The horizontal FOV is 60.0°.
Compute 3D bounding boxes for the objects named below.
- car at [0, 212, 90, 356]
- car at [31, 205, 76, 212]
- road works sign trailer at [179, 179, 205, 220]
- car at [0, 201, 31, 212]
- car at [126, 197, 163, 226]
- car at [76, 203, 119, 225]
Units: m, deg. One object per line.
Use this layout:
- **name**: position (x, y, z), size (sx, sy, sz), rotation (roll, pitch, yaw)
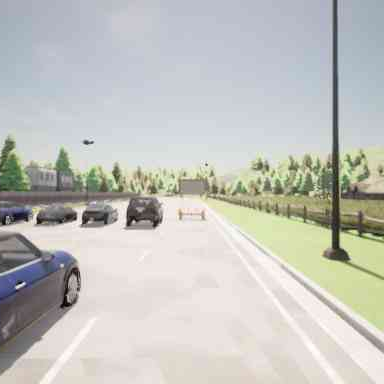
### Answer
- **car**: position (-3.400, 1.381, 5.207), size (2.097, 1.767, 4.553), rotation (0, 0, 0)
- **car**: position (-10.404, 1.704, 25.962), size (1.994, 1.385, 4.181), rotation (0, 0, 0)
- **road works sign trailer**: position (-0.004, 0.625, 29.746), size (2.380, 3.560, 2.880), rotation (0, 0, 0)
- **car**: position (-13.904, 1.487, 24.997), size (2.097, 1.767, 4.553), rotation (0, 0, 0)
- **car**: position (-3.404, 1.354, 24.517), size (2.150, 2.045, 5.566), rotation (0, 0, 0)
- **car**: position (-6.903, 1.642, 25.322), size (1.837, 1.490, 4.892), rotation (0, 0, 0)
